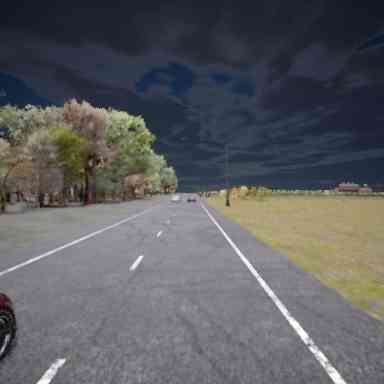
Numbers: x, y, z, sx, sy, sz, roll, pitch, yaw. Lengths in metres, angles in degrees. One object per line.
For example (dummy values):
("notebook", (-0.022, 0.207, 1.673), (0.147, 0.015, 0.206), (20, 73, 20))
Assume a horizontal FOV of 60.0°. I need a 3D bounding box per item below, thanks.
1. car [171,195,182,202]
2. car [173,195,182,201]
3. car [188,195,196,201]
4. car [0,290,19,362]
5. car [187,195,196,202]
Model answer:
("car", (-3.549, 1.485, 72.015), (1.812, 1.442, 4.674), (0, 0, 0))
("car", (-3.556, 1.428, 82.086), (1.895, 1.301, 4.718), (0, 0, 0))
("car", (-0.057, 1.384, 82.058), (1.994, 1.385, 4.181), (0, 0, 0))
("car", (-3.502, 1.566, 3.119), (1.994, 1.385, 4.181), (0, 0, 0))
("car", (-0.049, 1.511, 71.984), (1.994, 1.385, 4.181), (0, 0, 0))
